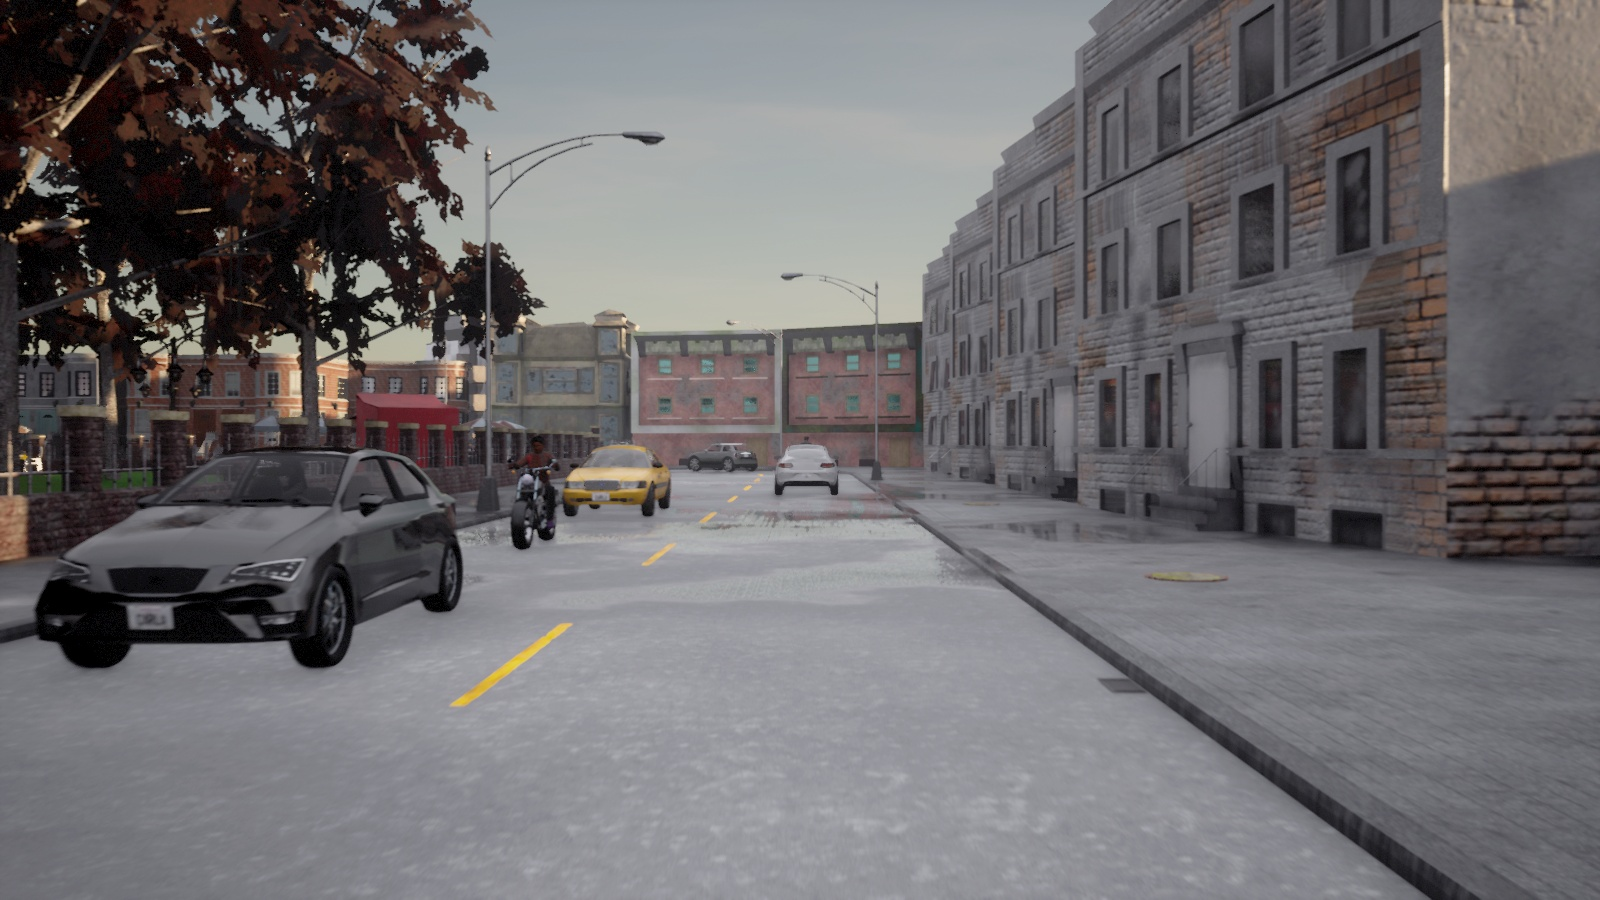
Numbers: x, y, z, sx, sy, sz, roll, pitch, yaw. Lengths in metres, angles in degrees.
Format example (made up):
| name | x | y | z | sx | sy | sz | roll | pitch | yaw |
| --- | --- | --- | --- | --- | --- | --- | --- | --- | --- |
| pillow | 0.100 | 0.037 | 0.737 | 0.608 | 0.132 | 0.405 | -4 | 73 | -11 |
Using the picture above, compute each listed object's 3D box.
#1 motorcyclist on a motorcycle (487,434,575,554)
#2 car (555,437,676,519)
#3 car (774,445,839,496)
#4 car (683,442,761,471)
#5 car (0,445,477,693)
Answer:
| name | x | y | z | sx | sy | sz | roll | pitch | yaw |
| --- | --- | --- | --- | --- | --- | --- | --- | --- | --- |
| motorcyclist on a motorcycle | -3.889 | 0.590 | 18.352 | 0.766 | 1.649 | 2.350 | 0 | 0 | 0 |
| car | -3.851 | 0.530 | 27.115 | 1.801 | 1.575 | 5.366 | 0 | 0 | 0 |
| car | 0.195 | 0.560 | 37.688 | 1.812 | 1.442 | 4.674 | 0 | 0 | 0 |
| car | -4.099 | 0.340 | 65.744 | 3.806 | 1.475 | 1.970 | 0 | 0 | 42 |
| car | -3.931 | 0.703 | 9.616 | 1.816 | 1.474 | 4.193 | 0 | 0 | 0 |
